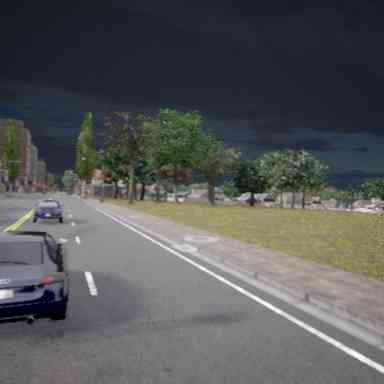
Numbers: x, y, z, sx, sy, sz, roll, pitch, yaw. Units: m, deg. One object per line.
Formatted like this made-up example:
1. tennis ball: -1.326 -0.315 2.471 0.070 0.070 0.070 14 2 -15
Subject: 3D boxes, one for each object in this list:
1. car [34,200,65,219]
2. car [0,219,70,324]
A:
1. car: -10.152 1.303 23.689 1.812 1.442 4.674 2 0 -21
2. car: -3.586 1.484 6.842 1.994 1.385 4.181 2 0 -21
